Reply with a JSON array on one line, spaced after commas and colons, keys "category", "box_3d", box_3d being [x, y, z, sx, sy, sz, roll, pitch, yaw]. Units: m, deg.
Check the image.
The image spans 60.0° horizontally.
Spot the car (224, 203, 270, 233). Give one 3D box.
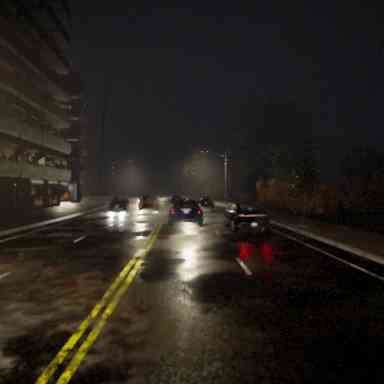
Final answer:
[{"category": "car", "box_3d": [2.951, 1.359, 18.634, 2.128, 1.511, 4.902, 0, 0, -2]}]

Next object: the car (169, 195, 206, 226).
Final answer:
[{"category": "car", "box_3d": [-0.458, 1.200, 22.215, 2.097, 1.767, 4.553, 0, 1, -3]}]

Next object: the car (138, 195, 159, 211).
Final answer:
[{"category": "car", "box_3d": [-4.734, 1.100, 36.928, 2.097, 1.767, 4.553, 0, 1, -4]}]

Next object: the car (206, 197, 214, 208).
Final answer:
[{"category": "car", "box_3d": [1.512, 1.266, 41.790, 1.994, 1.385, 4.181, 0, 0, -5]}]

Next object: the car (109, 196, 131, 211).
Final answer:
[{"category": "car", "box_3d": [-7.999, 1.245, 37.104, 2.128, 1.511, 4.902, 0, 0, -4]}]

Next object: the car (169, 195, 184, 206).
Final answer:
[{"category": "car", "box_3d": [-2.297, 1.170, 47.706, 1.837, 1.490, 4.892, 0, 1, -6]}]
